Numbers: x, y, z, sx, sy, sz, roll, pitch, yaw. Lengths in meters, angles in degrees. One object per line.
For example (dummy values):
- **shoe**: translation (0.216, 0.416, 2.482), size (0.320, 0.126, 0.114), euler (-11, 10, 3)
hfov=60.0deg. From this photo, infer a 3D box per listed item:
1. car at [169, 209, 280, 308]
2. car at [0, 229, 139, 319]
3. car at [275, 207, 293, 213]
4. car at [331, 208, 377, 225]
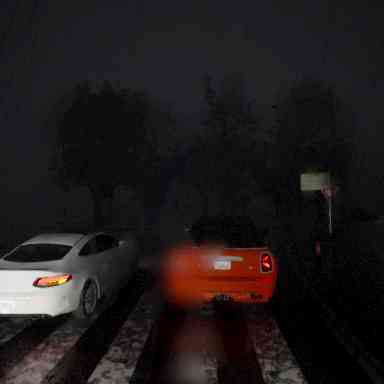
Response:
- **car**: translation (0.827, 1.339, 8.121), size (2.097, 1.767, 4.553), euler (-1, 0, 7)
- **car**: translation (-2.568, 1.548, 7.337), size (1.812, 1.442, 4.674), euler (-1, 0, 6)
- **car**: translation (19.016, 3.929, 71.126), size (4.902, 1.511, 2.128), euler (-4, -6, 41)
- **car**: translation (13.646, 2.002, 28.124), size (4.181, 1.385, 1.994), euler (-1, -3, -30)
